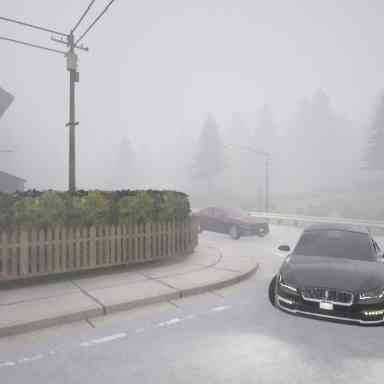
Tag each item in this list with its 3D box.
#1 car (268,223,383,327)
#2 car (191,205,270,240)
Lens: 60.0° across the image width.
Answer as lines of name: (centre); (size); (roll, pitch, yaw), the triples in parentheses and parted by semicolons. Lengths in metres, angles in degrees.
car: (3.151, 1.505, 7.292); (1.837, 1.490, 4.892); (0, 0, 27)
car: (1.851, 1.478, 17.428); (1.882, 1.535, 5.008); (0, 0, -33)
